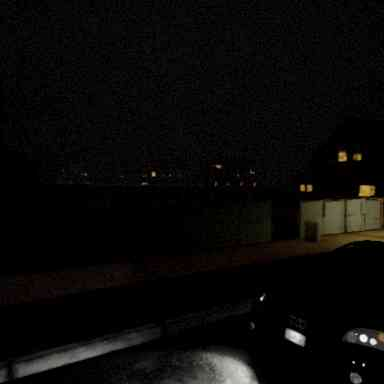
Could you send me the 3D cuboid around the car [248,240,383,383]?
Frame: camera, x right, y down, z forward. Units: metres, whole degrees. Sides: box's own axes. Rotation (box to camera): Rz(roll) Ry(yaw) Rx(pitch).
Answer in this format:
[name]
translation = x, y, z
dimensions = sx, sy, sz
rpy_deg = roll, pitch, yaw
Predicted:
[car]
translation = 2.839, 1.477, 4.940
dimensions = 4.181, 1.385, 1.994
rpy_deg = 0, 2, -34
